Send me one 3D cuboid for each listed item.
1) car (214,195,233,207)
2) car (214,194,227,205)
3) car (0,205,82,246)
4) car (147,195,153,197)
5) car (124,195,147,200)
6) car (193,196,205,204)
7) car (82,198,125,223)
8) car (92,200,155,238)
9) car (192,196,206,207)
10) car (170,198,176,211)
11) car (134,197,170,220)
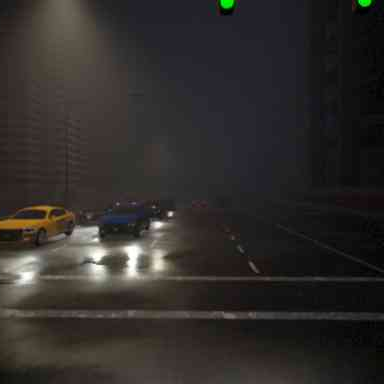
[{"bbox_3d":[4.439,1.256,45.258,1.882,1.535,5.008,0,0,1],"label":"car"},{"bbox_3d":[4.702,1.207,55.369,1.882,1.535,5.008,0,0,1],"label":"car"},{"bbox_3d":[-6.929,1.404,15.047,1.882,1.535,5.008,0,0,1],"label":"car"},{"bbox_3d":[-6.085,1.135,44.454,2.097,1.767,4.553,0,0,1],"label":"car"},{"bbox_3d":[-6.359,1.185,34.367,2.097,1.767,4.553,0,0,2],"label":"car"},{"bbox_3d":[1.204,1.330,55.491,1.895,1.301,4.718,0,0,1],"label":"car"},{"bbox_3d":[-6.690,1.373,24.312,2.128,1.511,4.902,0,0,2],"label":"car"},{"bbox_3d":[-3.369,1.393,17.405,1.882,1.535,5.008,0,0,2],"label":"car"},{"bbox_3d":[0.936,1.380,45.165,1.895,1.301,4.718,0,0,1],"label":"car"},{"bbox_3d":[-2.772,1.366,37.223,2.033,1.411,5.357,0,0,1],"label":"car"},{"bbox_3d":[-3.118,1.375,26.630,1.837,1.490,4.892,0,0,2],"label":"car"}]
